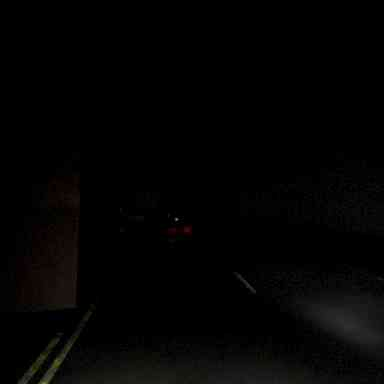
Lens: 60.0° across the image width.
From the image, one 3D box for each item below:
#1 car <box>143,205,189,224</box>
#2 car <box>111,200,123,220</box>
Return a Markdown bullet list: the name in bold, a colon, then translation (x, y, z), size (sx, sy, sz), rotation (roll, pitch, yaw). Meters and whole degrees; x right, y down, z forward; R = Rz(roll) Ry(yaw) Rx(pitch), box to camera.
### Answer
- **car**: translation (-2.067, 1.585, 24.767), size (1.895, 1.301, 4.718), rotation (0, 0, -27)
- **car**: translation (-7.353, 1.420, 27.161), size (2.097, 1.767, 4.553), rotation (0, 0, -33)
